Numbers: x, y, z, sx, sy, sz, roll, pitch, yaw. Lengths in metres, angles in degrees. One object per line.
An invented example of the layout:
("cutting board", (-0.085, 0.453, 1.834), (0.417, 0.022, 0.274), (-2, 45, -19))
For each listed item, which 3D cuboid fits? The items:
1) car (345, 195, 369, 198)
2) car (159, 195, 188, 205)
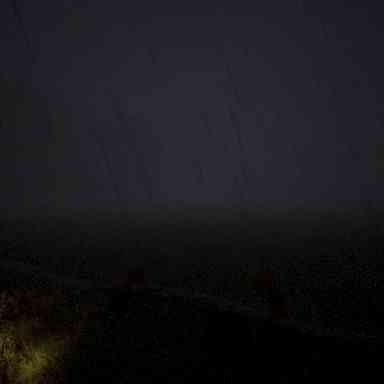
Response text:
("car", (41.077, 1.426, 83.414), (4.605, 1.855, 1.932), (0, 0, 35))
("car", (-2.892, 1.703, 51.613), (4.902, 1.511, 2.128), (0, 0, -38))
